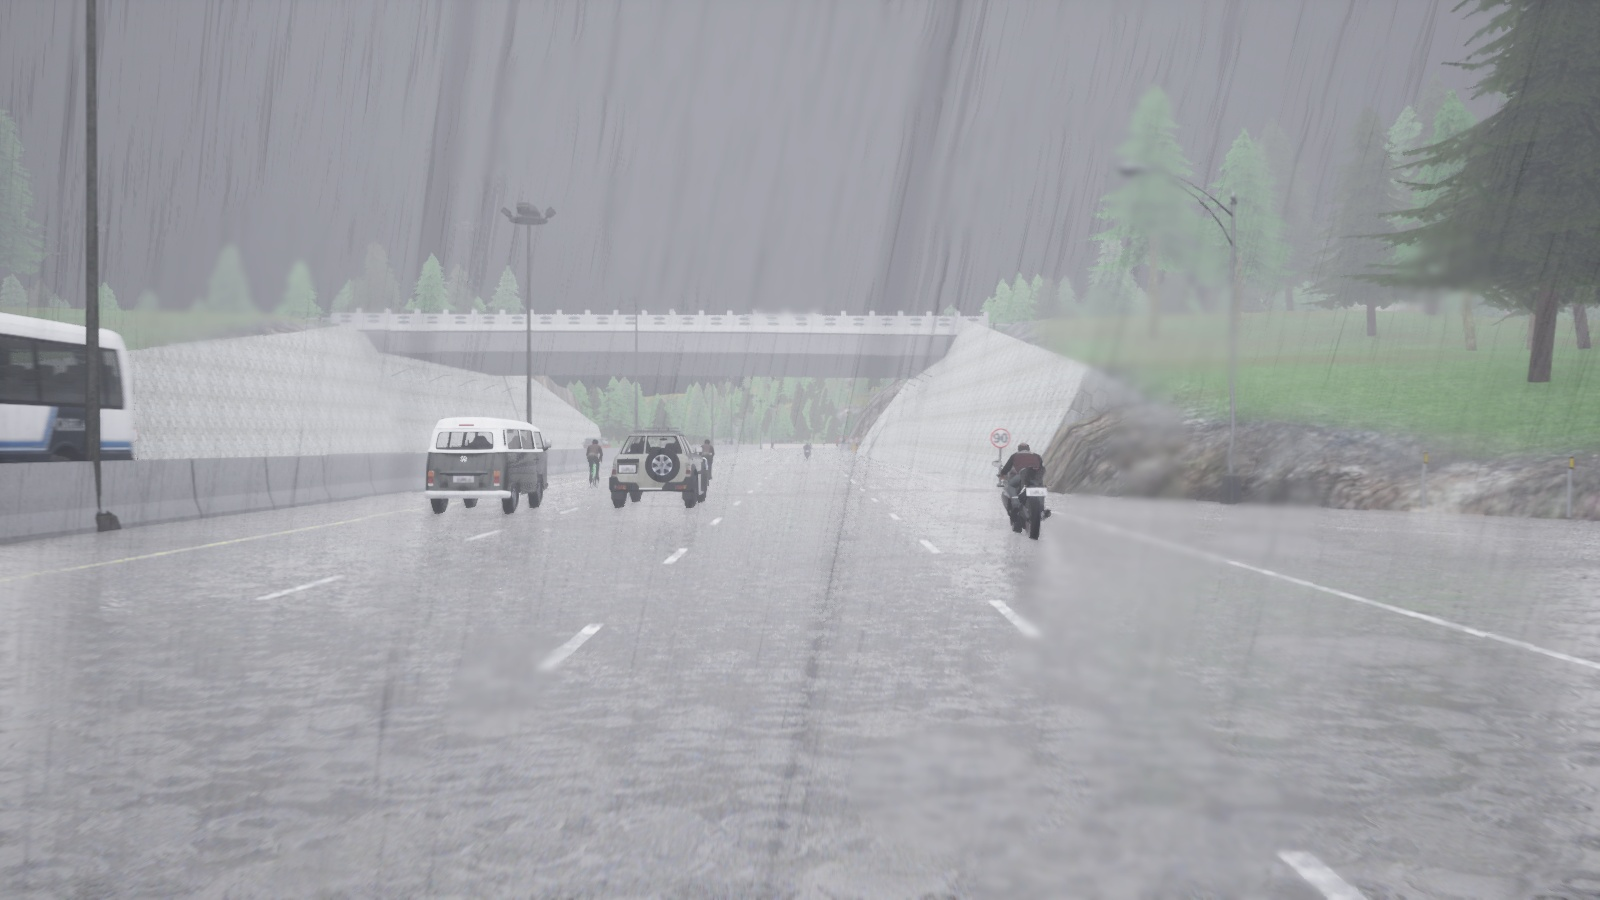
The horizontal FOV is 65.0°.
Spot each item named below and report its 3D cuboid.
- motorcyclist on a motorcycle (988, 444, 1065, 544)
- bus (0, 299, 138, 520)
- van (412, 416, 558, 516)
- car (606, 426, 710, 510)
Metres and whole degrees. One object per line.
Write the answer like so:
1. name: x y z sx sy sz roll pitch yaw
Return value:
1. motorcyclist on a motorcycle: 3.631 0.670 20.328 0.866 1.530 2.191 0 0 0
2. bus: -17.347 -0.779 23.973 3.944 4.253 10.273 0 0 0
3. van: -6.827 0.309 27.694 2.069 2.038 4.480 0 0 0
4. car: -3.313 0.390 30.107 1.932 1.855 4.605 0 0 0
